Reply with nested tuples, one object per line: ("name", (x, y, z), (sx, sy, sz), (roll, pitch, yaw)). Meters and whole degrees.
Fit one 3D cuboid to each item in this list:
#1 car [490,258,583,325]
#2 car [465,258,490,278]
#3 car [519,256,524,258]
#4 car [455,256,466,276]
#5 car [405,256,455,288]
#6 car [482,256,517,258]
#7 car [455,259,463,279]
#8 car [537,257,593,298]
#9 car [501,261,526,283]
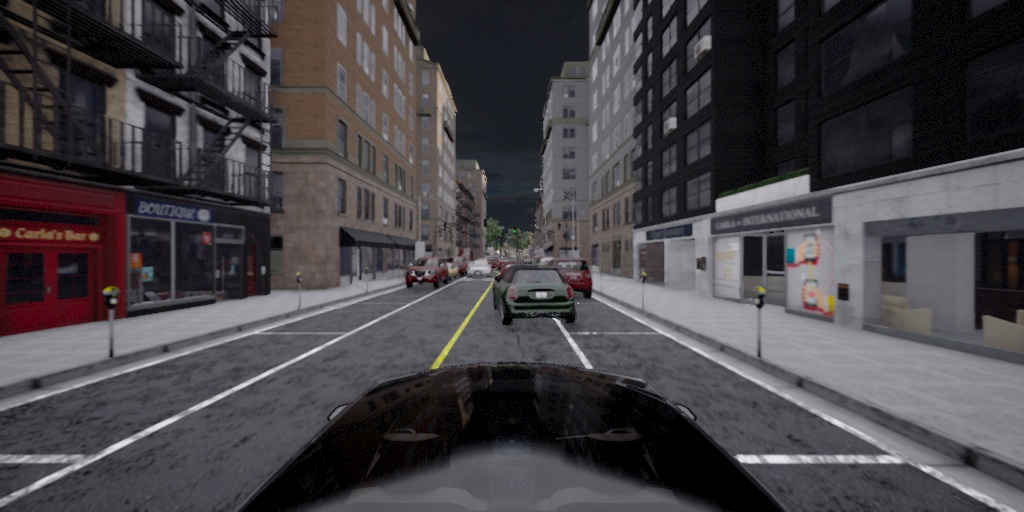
("car", (0.547, 1.067, 11.847), (2.097, 1.767, 4.553), (0, 0, -7))
("car", (-2.819, 1.168, 32.174), (1.812, 1.442, 4.674), (0, 0, 0))
("car", (2.625, 1.084, 61.841), (2.007, 1.370, 4.403), (0, 0, 0))
("car", (-5.407, 0.947, 34.832), (2.192, 1.841, 5.009), (0, 0, 0))
("car", (-5.403, 0.989, 23.476), (2.192, 1.841, 5.009), (0, 0, 0))
("car", (-1.699, 1.069, 45.313), (1.882, 1.535, 5.008), (1, 0, -27))
("car", (-5.405, 1.179, 28.983), (1.751, 1.417, 4.829), (0, 0, 0))
("car", (2.635, 1.008, 17.796), (2.192, 1.841, 5.009), (0, 0, 0))
("car", (0.084, 1.182, 28.164), (1.812, 1.442, 4.674), (0, 0, 0))
